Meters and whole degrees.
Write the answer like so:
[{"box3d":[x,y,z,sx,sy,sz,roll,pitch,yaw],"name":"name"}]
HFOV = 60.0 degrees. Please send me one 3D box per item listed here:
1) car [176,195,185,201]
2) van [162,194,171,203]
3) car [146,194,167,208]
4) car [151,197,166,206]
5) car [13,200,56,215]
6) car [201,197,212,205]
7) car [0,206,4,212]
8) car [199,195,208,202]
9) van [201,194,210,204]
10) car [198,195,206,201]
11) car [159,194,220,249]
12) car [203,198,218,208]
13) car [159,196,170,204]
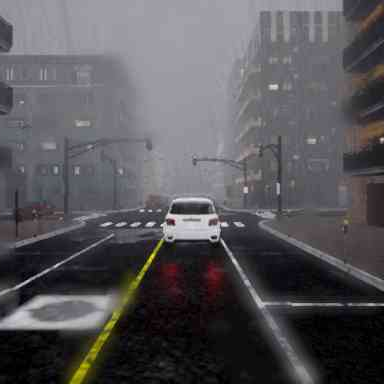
[{"box3d":[-2.750,1.459,79.119,2.033,1.411,5.357,0,0,0],"name":"car"},{"box3d":[-5.313,1.313,69.940,1.690,1.788,3.998,0,0,0],"name":"van"},{"box3d":[-5.313,1.302,47.732,2.192,1.841,5.009,0,0,0],"name":"car"},{"box3d":[-5.314,1.529,53.284,1.887,1.381,4.507,0,0,0],"name":"car"},{"box3d":[-16.915,1.632,35.572,4.097,1.590,1.967,-1,1,0],"name":"car"},{"box3d":[2.567,1.562,58.836,1.802,1.307,4.206,0,0,0],"name":"car"},{"box3d":[-22.462,1.842,35.612,4.206,1.307,1.802,-1,1,0],"name":"car"},{"box3d":[2.567,1.408,75.492,1.967,1.590,4.097,0,0,0],"name":"car"},{"box3d":[2.568,1.318,64.389,1.690,1.788,3.998,0,0,0],"name":"van"},{"box3d":[2.567,1.509,86.597,2.008,1.369,4.403,0,0,0],"name":"car"},{"box3d":[0.000,1.257,14.680,2.150,2.045,5.566,0,0,0],"name":"car"},{"box3d":[2.567,1.553,47.733,1.947,1.339,4.313,0,0,0],"name":"car"},{"box3d":[-5.313,1.521,64.388,1.887,1.381,4.507,0,0,0],"name":"car"}]
